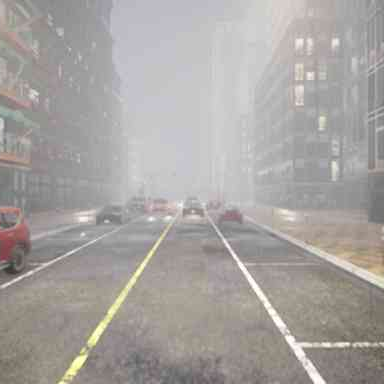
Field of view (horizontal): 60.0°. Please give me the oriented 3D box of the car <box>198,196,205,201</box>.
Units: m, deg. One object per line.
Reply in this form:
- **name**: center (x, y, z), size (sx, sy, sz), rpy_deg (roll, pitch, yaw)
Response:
- **car**: center (2.705, 1.779, 95.749), size (1.752, 1.417, 4.829), rpy_deg (0, 0, 0)

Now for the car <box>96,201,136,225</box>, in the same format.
- **car**: center (-5.679, 1.586, 24.373), size (1.947, 1.339, 4.313), rpy_deg (1, 0, 0)

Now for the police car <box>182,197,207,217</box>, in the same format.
- **police car**: center (0.099, 1.541, 31.404), size (2.038, 1.542, 4.974), rpy_deg (0, 0, 0)

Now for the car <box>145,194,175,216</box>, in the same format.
- **car**: center (-3.094, 1.385, 33.126), size (2.097, 1.767, 4.553), rpy_deg (0, 0, 0)

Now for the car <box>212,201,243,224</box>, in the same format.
- **car**: center (2.701, 1.602, 24.371), size (1.802, 1.307, 4.206), rpy_deg (1, 0, 0)

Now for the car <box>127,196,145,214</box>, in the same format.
- **car**: center (-5.680, 1.353, 35.419), size (2.192, 1.841, 5.009), rpy_deg (1, 0, 0)

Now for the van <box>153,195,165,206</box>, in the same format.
- **van**: center (-5.654, 1.434, 57.512), size (1.690, 1.788, 3.998), rpy_deg (1, 0, 0)

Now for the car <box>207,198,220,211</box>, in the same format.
- **car**: center (2.710, 1.488, 40.941), size (1.967, 1.590, 4.097), rpy_deg (1, 0, 0)

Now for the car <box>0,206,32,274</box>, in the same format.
- **car**: center (-5.677, 1.318, 7.803), size (2.192, 1.841, 5.009), rpy_deg (1, 0, 0)

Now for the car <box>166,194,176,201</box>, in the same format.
- **car**: center (-5.675, 1.540, 89.918), size (2.192, 1.841, 5.009), rpy_deg (0, 0, 0)

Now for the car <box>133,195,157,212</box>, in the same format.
- **car**: center (-5.682, 1.363, 40.942), size (2.192, 1.841, 5.009), rpy_deg (1, 0, 0)
